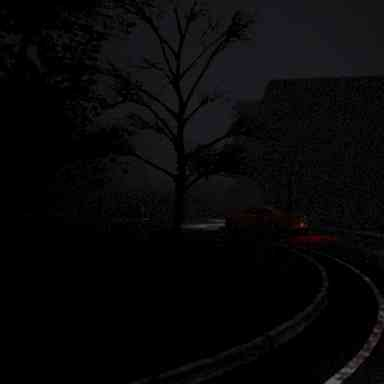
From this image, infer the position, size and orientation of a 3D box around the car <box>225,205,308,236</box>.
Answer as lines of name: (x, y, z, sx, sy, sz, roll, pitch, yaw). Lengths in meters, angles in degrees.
car: (3.978, 1.480, 18.614, 1.882, 1.535, 5.008, 0, 0, -38)
